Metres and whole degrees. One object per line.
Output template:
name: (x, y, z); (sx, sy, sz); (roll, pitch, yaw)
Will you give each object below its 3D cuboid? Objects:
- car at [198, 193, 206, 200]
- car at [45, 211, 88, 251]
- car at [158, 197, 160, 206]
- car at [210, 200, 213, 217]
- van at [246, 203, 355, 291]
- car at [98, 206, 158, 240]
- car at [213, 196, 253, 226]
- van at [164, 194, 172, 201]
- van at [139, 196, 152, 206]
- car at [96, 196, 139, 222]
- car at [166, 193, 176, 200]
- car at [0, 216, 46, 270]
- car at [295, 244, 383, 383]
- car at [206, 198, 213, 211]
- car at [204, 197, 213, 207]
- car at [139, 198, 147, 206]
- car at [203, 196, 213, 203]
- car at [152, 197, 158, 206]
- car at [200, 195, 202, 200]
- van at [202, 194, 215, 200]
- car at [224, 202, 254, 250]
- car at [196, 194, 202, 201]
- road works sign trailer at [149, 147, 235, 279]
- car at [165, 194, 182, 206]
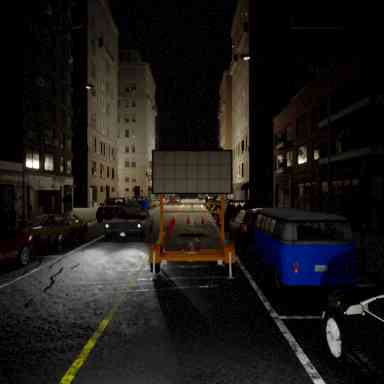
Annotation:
car: (2.722, 1.237, 92.439); (2.192, 1.841, 5.009); (0, 0, 0)
car: (-5.851, 1.524, 14.212); (1.752, 1.417, 4.829); (0, 0, 0)
car: (-5.830, 1.509, 48.223); (1.752, 1.417, 4.829); (0, 0, 0)
car: (2.682, 1.562, 25.726); (1.947, 1.339, 4.313); (0, 0, 0)
van: (2.672, 1.340, 8.718); (1.690, 1.788, 3.998); (0, 0, 0)
car: (-3.093, 1.598, 17.093); (1.895, 1.301, 4.718); (0, 0, 0)
car: (2.678, 1.312, 20.056); (2.192, 1.841, 5.009); (0, 0, 0)
van: (-5.810, 1.282, 81.256); (1.690, 1.788, 3.998); (0, 0, 0)
van: (-5.837, 1.334, 37.055); (1.690, 1.788, 3.998); (0, 0, 0)
car: (-5.844, 1.311, 25.719); (2.192, 1.841, 5.009); (0, 0, 0)
car: (-5.803, 1.237, 92.429); (2.192, 1.841, 5.009); (0, 0, 0)
car: (-5.854, 1.544, 8.714); (1.887, 1.381, 4.507); (0, 0, 0)
car: (2.669, 1.551, 3.049); (2.008, 1.369, 4.403); (0, 0, 0)
car: (2.685, 1.560, 31.395); (1.947, 1.339, 4.313); (0, 0, 0)
car: (2.689, 1.544, 37.064); (2.008, 1.369, 4.403); (0, 0, 0)
car: (-5.840, 1.545, 31.387); (2.008, 1.369, 4.403); (0, 0, 0)
car: (2.692, 1.571, 42.734); (1.802, 1.307, 4.206); (0, 0, 0)
car: (-5.833, 1.515, 42.554); (1.752, 1.417, 4.829); (0, 0, 0)
car: (2.699, 1.501, 54.243); (1.752, 1.417, 4.829); (0, 0, 0)
van: (2.696, 1.325, 48.404); (1.690, 1.788, 3.998); (0, 0, 0)
car: (2.675, 1.438, 14.387); (1.967, 1.590, 4.097); (0, 0, 0)
car: (2.716, 1.381, 81.269); (1.967, 1.590, 4.097); (0, 0, 0)
road works sign trailer: (0.005, 0.463, 10.030); (2.380, 3.560, 2.880); (0, 0, 0)
car: (-2.969, 1.327, 54.521); (2.097, 1.767, 4.553); (0, 0, 0)
